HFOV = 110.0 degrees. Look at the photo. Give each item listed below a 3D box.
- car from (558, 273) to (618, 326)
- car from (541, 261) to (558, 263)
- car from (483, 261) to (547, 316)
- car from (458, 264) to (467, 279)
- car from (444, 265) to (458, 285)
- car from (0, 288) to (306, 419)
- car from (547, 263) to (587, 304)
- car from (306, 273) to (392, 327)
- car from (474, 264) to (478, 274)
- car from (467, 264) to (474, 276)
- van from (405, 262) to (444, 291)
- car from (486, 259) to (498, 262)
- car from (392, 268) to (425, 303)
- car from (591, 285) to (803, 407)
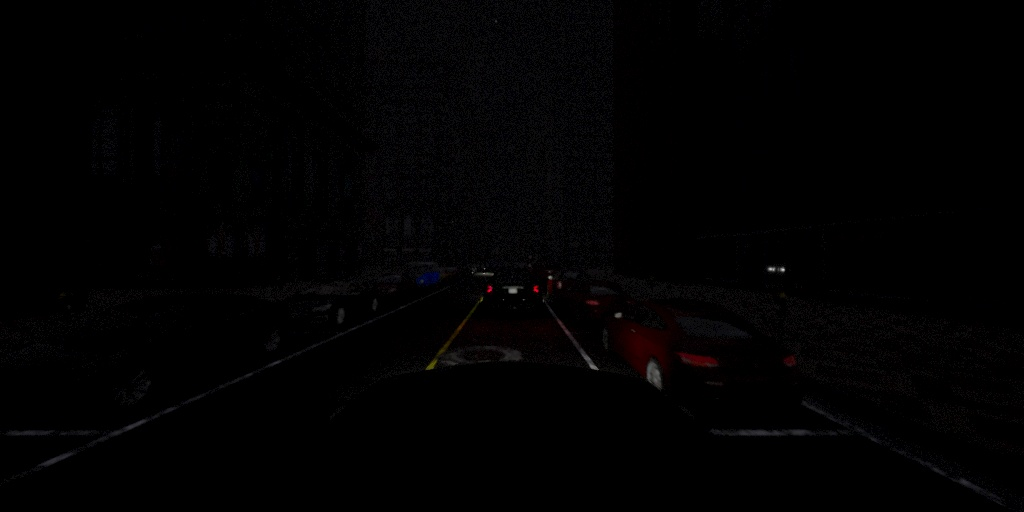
[{"bbox_3d":[2.762,1.418,11.729,1.802,1.307,4.207,0,0,0],"label":"car"},{"bbox_3d":[2.763,1.302,28.635,2.192,1.841,5.009,0,0,0],"label":"car"},{"bbox_3d":[0.046,1.209,14.143,2.097,1.767,4.553,0,-1,0],"label":"car"},{"bbox_3d":[-5.762,1.621,34.269,1.802,1.307,4.207,0,0,0],"label":"car"},{"bbox_3d":[-5.762,1.513,28.463,1.751,1.417,4.829,0,0,0],"label":"car"},{"bbox_3d":[-5.763,1.353,6.088,1.948,1.339,4.313,0,0,0],"label":"car"},{"bbox_3d":[2.763,1.326,17.365,1.967,1.591,4.097,0,0,0],"label":"car"},{"bbox_3d":[-5.763,1.387,11.724,2.007,1.370,4.403,0,0,0],"label":"car"},{"bbox_3d":[-5.761,1.711,45.542,1.948,1.339,4.313,0,0,0],"label":"car"},{"bbox_3d":[-5.761,1.658,39.905,1.948,1.339,4.313,0,0,0],"label":"car"},{"bbox_3d":[-5.762,1.277,22.997,1.690,1.789,3.998,0,0,0],"label":"van"},{"bbox_3d":[-3.031,1.451,54.251,2.150,2.045,5.566,0,-1,0],"label":"car"},{"bbox_3d":[-5.763,1.468,17.361,1.802,1.307,4.207,0,0,0],"label":"car"},{"bbox_3d":[2.762,1.370,6.093,1.802,1.307,4.207,0,0,0],"label":"car"}]
